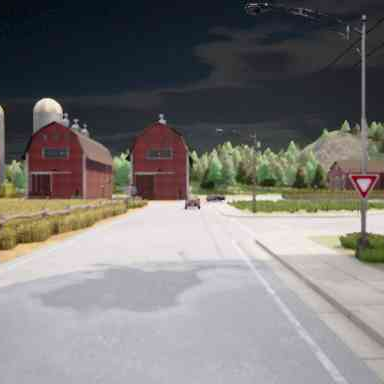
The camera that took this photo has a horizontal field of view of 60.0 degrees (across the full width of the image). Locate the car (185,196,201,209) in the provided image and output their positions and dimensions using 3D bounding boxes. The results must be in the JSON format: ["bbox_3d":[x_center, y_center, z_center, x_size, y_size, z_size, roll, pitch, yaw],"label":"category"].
[{"bbox_3d":[0.064,1.273,41.145,1.812,1.442,4.674,0,0,0],"label":"car"}]

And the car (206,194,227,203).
[{"bbox_3d":[4.436,1.088,59.008,2.128,1.511,4.902,0,1,36],"label":"car"}]
